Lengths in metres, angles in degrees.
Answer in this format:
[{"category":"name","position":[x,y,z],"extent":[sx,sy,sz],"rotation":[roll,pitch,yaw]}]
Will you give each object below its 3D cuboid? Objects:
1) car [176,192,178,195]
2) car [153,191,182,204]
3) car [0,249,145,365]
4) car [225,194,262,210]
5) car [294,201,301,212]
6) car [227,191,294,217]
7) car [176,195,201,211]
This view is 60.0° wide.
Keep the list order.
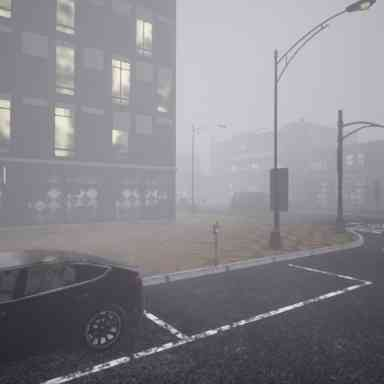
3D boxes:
[{"category":"car","position":[-0.665,1.101,47.601],"extent":[2.008,1.369,4.403],"rotation":[1,0,-36]},{"category":"car","position":[-3.949,0.793,52.065],"extent":[2.192,1.841,5.009],"rotation":[1,0,-36]},{"category":"car","position":[-2.738,1.566,4.601],"extent":[4.313,1.339,1.947],"rotation":[0,0,-36]},{"category":"car","position":[5.917,1.130,38.672],"extent":[1.967,1.590,4.097],"rotation":[1,0,-36]},{"category":"car","position":[9.205,1.340,34.206],"extent":[1.802,1.307,4.206],"rotation":[1,0,-36]},{"category":"car","position":[5.732,0.976,29.163],"extent":[2.150,2.045,5.566],"rotation":[0,0,-36]},{"category":"car","position":[-0.832,1.231,33.700],"extent":[1.802,1.307,4.206],"rotation":[1,0,-36]}]
